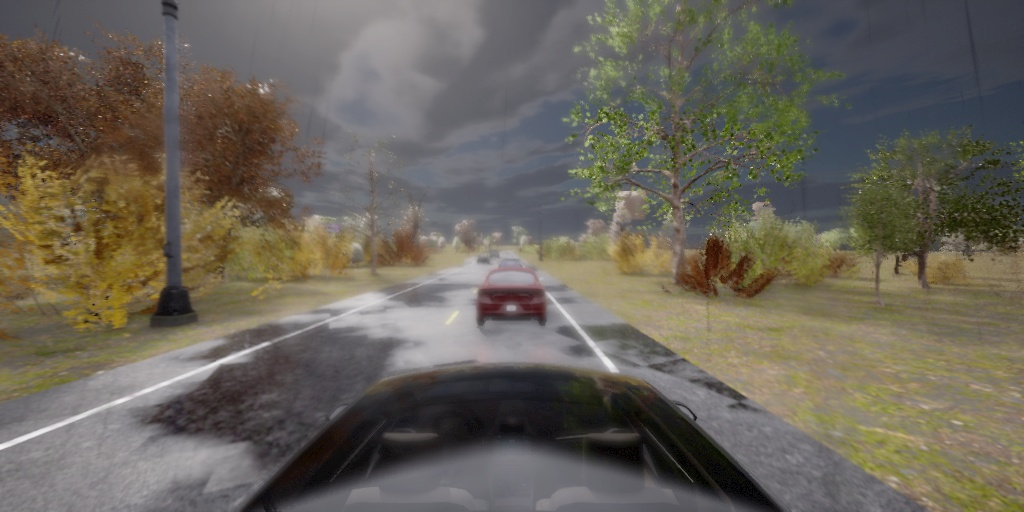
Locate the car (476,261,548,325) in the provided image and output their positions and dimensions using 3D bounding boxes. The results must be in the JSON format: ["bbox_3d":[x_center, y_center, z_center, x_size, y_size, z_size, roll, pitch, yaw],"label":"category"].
[{"bbox_3d":[0.008,1.076,11.185,1.882,1.535,5.008,0,1,1],"label":"car"}]

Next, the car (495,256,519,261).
[{"bbox_3d":[-0.094,0.915,25.617,2.033,1.411,5.357,0,1,0],"label":"car"}]

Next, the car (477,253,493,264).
[{"bbox_3d":[-4.155,0.518,52.506,1.895,1.301,4.718,0,1,-3],"label":"car"}]
